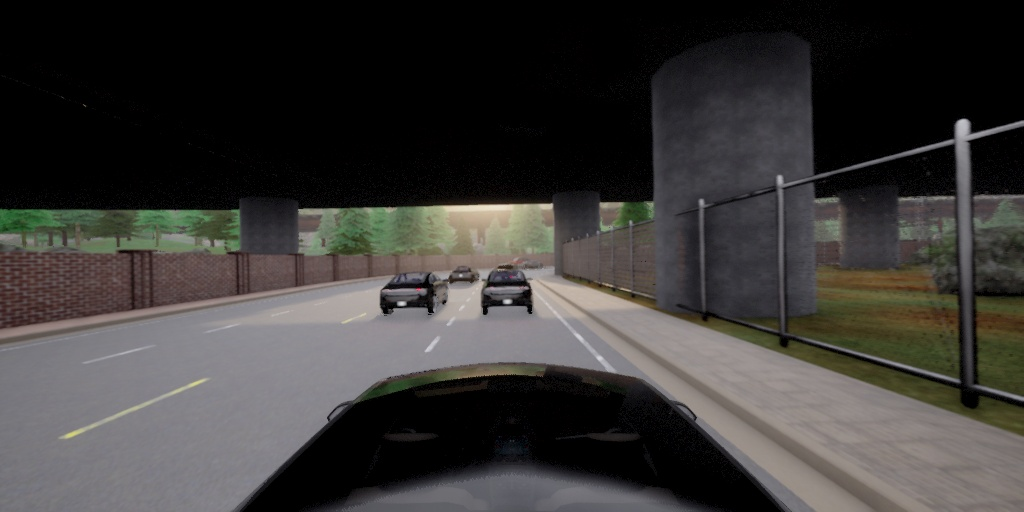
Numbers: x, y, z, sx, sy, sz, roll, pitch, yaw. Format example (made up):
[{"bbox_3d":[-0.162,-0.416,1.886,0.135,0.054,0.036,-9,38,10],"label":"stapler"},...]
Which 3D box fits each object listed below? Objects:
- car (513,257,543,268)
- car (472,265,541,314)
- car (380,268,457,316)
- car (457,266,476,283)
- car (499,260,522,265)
[{"bbox_3d":[2.573,1.393,55.466,4.902,1.511,2.128,-1,-1,-34],"label":"car"},{"bbox_3d":[-0.203,1.294,14.192,2.128,1.511,4.902,-1,0,-1],"label":"car"},{"bbox_3d":[-3.705,1.369,14.268,2.128,1.511,4.902,-1,0,-1],"label":"car"},{"bbox_3d":[-3.865,1.504,29.717,1.994,1.385,4.181,-1,0,3],"label":"car"},{"bbox_3d":[-0.399,1.371,29.453,1.837,1.490,4.892,-2,0,2],"label":"car"}]
